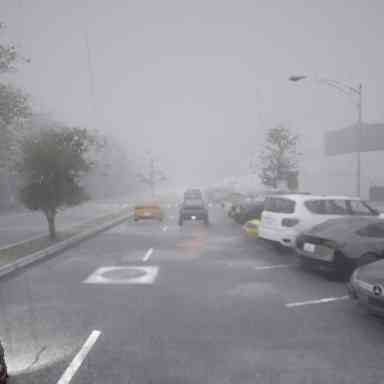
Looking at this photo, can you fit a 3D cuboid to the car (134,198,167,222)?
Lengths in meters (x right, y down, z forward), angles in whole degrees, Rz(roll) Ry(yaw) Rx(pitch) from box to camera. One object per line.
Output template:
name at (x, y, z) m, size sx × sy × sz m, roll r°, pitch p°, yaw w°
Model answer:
car at (-2.899, 1.192, 23.774) m, size 1.882 × 1.535 × 5.008 m, roll 0°, pitch 1°, yaw 0°

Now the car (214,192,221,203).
car at (5.046, 1.049, 33.031) m, size 4.792 × 1.488 × 2.163 m, roll 0°, pitch 2°, yaw -20°

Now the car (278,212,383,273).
car at (5.097, 1.443, 9.036) m, size 4.792 × 1.488 × 2.163 m, roll 1°, pitch 0°, yaw -20°

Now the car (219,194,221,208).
car at (5.243, 1.140, 27.108) m, size 5.366 × 1.575 × 1.946 m, roll 0°, pitch 1°, yaw -20°

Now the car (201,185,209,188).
car at (5.050, 0.208, 59.959) m, size 5.566 × 2.045 × 2.435 m, roll 0°, pitch 2°, yaw -20°

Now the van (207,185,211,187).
van at (5.183, 0.358, 54.053) m, size 4.442 × 1.987 × 1.878 m, roll 0°, pitch 1°, yaw -20°

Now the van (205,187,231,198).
van at (4.966, 0.171, 62.912) m, size 4.442 × 1.987 × 1.878 m, roll 0°, pitch 2°, yaw -20°

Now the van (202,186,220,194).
van at (4.966, -0.449, 86.774) m, size 4.442 × 1.987 × 1.878 m, roll 0°, pitch 2°, yaw -20°

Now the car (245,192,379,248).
car at (5.100, 1.130, 12.032) m, size 5.566 × 2.045 × 2.435 m, roll 1°, pitch 1°, yaw -20°

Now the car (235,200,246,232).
car at (4.899, 1.339, 14.962) m, size 5.366 × 1.575 × 1.946 m, roll 0°, pitch 1°, yaw -20°

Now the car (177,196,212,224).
car at (0.101, 1.245, 22.393) m, size 1.837 × 1.490 × 4.892 m, roll 0°, pitch 1°, yaw 0°

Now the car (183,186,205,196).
car at (0.101, 0.596, 40.638) m, size 2.150 × 2.045 × 5.566 m, roll 0°, pitch 2°, yaw 0°

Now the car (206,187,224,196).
car at (5.043, 0.519, 51.020) m, size 4.553 × 1.767 × 2.185 m, roll 0°, pitch 1°, yaw -20°

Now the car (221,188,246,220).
car at (5.049, 1.003, 21.012) m, size 5.566 × 2.045 × 2.435 m, roll 0°, pitch 1°, yaw -20°

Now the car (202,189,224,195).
car at (5.098, -0.011, 80.881) m, size 4.792 × 1.488 × 2.163 m, roll 0°, pitch 2°, yaw -20°

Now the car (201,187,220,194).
car at (5.044, -0.449, 89.803) m, size 4.553 × 1.767 × 2.185 m, roll 0°, pitch 2°, yaw -20°

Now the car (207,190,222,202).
car at (5.046, 0.799, 45.034) m, size 4.792 × 1.488 × 2.163 m, roll 0°, pitch 2°, yaw -20°

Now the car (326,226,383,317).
car at (5.074, 1.486, 6.012) m, size 4.674 × 1.452 × 2.002 m, roll 1°, pitch 1°, yaw -20°

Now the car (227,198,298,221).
car at (5.076, 1.238, 24.036) m, size 4.674 × 1.452 × 2.002 m, roll 0°, pitch 1°, yaw -20°

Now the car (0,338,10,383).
car at (-2.899, 1.551, 1.772) m, size 1.994 × 1.385 × 4.181 m, roll 0°, pitch 0°, yaw 0°
